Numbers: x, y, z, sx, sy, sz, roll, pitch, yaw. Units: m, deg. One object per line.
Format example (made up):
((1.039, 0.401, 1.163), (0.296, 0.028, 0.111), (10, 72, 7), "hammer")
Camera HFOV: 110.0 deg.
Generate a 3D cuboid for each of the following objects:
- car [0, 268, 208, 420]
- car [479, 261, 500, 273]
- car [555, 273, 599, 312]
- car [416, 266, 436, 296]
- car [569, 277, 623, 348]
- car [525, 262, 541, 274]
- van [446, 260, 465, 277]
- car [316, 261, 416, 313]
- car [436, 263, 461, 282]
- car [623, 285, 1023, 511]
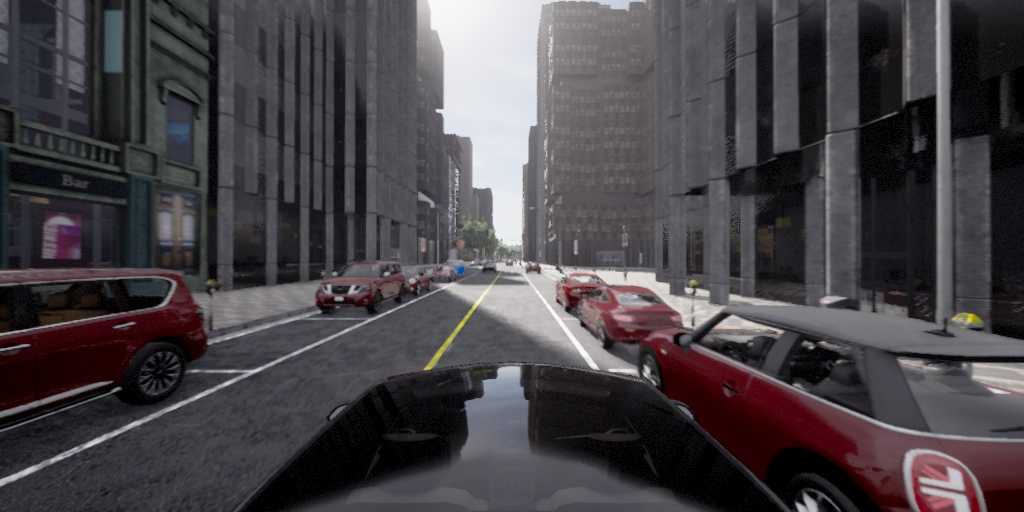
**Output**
((-5.765, 1.074, 3.574), (2.192, 1.841, 5.009), (0, 0, 0), "car")
((-3.036, 1.646, 49.123), (1.895, 1.301, 4.718), (0, 0, 0), "car")
((2.755, 1.359, 14.465), (1.888, 1.381, 4.507), (0, 0, 0), "car")
((-5.773, 1.283, 19.897), (1.967, 1.591, 4.097), (0, 0, 0), "car")
((2.758, 1.368, 9.025), (1.802, 1.307, 4.207), (0, 0, 0), "car")
((2.740, 1.471, 47.106), (1.967, 1.591, 4.097), (0, 0, 0), "car")
((-5.780, 1.295, 36.218), (1.690, 1.789, 3.998), (0, 0, 0), "van")
((-5.770, 1.128, 14.456), (2.192, 1.841, 5.009), (0, 0, 0), "car")
((-5.778, 1.498, 30.777), (1.802, 1.307, 4.207), (0, 0, 0), "car")
((2.760, 1.199, 3.584), (1.967, 1.591, 4.097), (0, 0, 0), "car")
